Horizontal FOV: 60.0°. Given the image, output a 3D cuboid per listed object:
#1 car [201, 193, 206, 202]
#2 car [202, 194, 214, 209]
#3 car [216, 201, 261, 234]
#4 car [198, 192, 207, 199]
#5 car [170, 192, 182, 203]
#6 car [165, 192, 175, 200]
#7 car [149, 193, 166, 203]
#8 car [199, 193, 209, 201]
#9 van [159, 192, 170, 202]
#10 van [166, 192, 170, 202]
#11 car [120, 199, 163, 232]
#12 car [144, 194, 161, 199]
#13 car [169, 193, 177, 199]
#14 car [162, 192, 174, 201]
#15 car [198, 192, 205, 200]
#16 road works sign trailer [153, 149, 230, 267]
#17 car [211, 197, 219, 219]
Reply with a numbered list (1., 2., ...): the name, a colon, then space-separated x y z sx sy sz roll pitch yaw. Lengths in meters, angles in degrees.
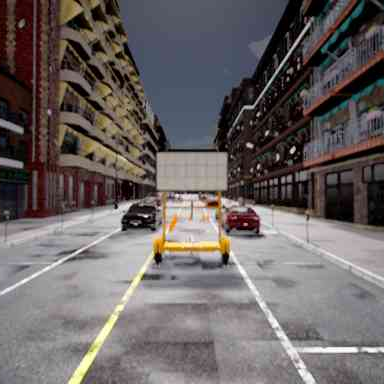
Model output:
1. car: 2.629 1.268 46.003 2.008 1.369 4.403 1 0 0
2. car: 2.624 1.291 40.471 1.887 1.381 4.507 1 0 0
3. car: 2.602 1.418 18.350 1.887 1.381 4.507 1 0 0
4. car: 2.639 0.877 84.718 2.192 1.841 5.009 1 0 0
5. car: -2.758 1.144 59.742 2.128 1.511 4.902 0 0 0
6. car: -5.212 0.895 79.254 2.192 1.841 5.009 1 0 0
7. car: -5.244 1.032 46.073 2.192 1.841 5.009 2 0 0
8. car: 2.667 1.039 73.656 1.967 1.590 4.097 1 0 0
9. van: -5.229 0.982 62.664 1.690 1.788 3.998 1 0 0
10. van: -5.234 1.005 57.132 1.690 1.788 3.998 2 0 0
11. car: -2.831 1.372 19.257 1.837 1.490 4.892 0 0 0
12. car: -5.256 1.272 40.373 1.752 1.417 4.829 2 0 0
13. car: -5.208 1.112 90.318 1.947 1.339 4.313 1 0 0
14. car: -5.218 0.914 73.724 2.192 1.841 5.009 1 0 0
15. car: 2.646 1.186 62.595 1.887 1.381 4.507 1 0 0
16. road works sign trailer: 0.000 0.385 11.032 2.380 3.560 2.880 0 0 0
17. car: 2.608 1.363 24.051 1.752 1.417 4.829 1 0 0
